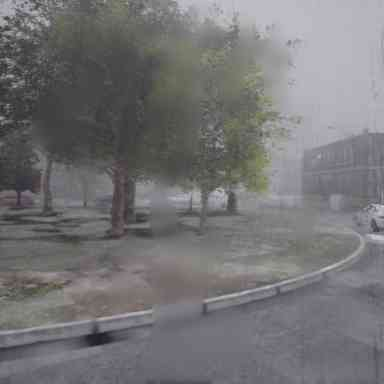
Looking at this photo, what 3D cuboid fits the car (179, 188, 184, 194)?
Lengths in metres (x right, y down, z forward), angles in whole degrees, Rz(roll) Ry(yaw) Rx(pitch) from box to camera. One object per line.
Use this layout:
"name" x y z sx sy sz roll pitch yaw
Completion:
"car" -5.627 -0.292 88.584 5.566 2.045 2.435 1 1 8

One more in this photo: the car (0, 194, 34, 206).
"car" -20.044 0.904 37.408 4.181 1.385 1.994 0 1 -19

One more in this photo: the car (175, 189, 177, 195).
"car" -6.736 0.028 80.388 4.553 1.767 2.185 1 1 8

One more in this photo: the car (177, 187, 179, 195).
"car" -6.385 0.092 83.130 4.892 1.521 2.231 1 1 8

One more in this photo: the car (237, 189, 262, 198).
"car" 11.725 0.616 67.547 4.792 1.488 2.163 1 1 8

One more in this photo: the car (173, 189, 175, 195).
"car" -7.155 0.252 77.666 4.674 1.452 2.002 1 1 8

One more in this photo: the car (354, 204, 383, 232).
"car" 10.599 1.387 18.520 1.812 1.442 4.674 1 1 10

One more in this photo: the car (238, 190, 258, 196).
"car" 14.116 0.227 84.055 5.008 1.535 2.097 1 1 8

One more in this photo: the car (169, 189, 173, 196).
"car" -7.551 0.271 74.939 5.008 1.535 2.097 1 1 8

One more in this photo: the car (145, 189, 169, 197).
"car" -7.904 0.200 72.197 4.553 1.767 2.185 1 1 8

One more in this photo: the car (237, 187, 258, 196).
"car" 14.922 -0.156 89.419 5.566 2.045 2.435 1 1 8

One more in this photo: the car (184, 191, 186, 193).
"car" -5.028 -0.107 91.289 5.366 1.575 1.946 1 1 8

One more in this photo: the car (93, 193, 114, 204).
"car" -10.511 0.875 43.546 4.674 1.442 1.812 0 0 -3

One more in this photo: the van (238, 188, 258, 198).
"van" 12.824 0.199 75.812 4.442 1.987 1.878 1 1 8
